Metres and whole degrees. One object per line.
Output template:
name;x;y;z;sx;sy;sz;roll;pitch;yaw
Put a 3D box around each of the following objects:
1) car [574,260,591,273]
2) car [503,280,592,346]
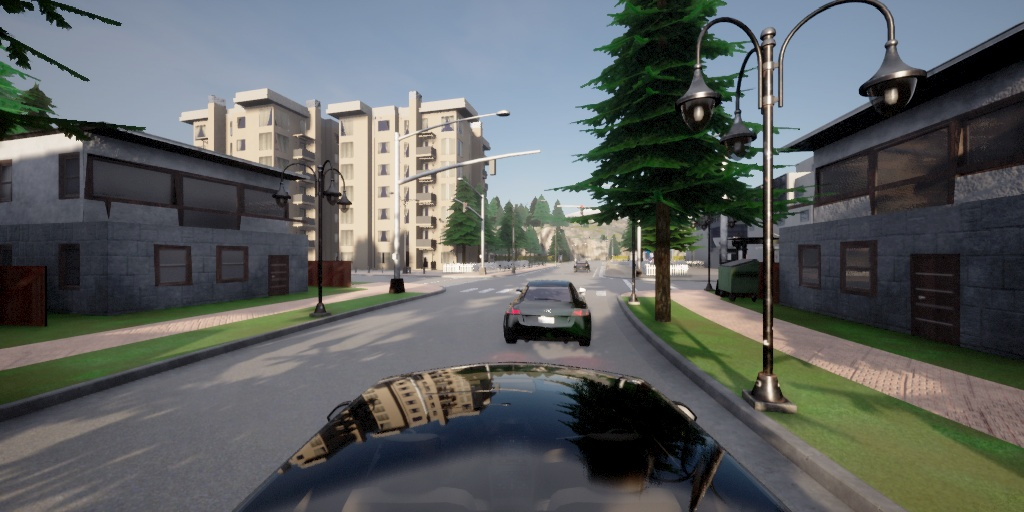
car;8.802;1.276;45.011;2.128;1.511;4.902;0;0;14
car;1.011;1.314;9.488;1.994;1.385;4.181;0;0;9
